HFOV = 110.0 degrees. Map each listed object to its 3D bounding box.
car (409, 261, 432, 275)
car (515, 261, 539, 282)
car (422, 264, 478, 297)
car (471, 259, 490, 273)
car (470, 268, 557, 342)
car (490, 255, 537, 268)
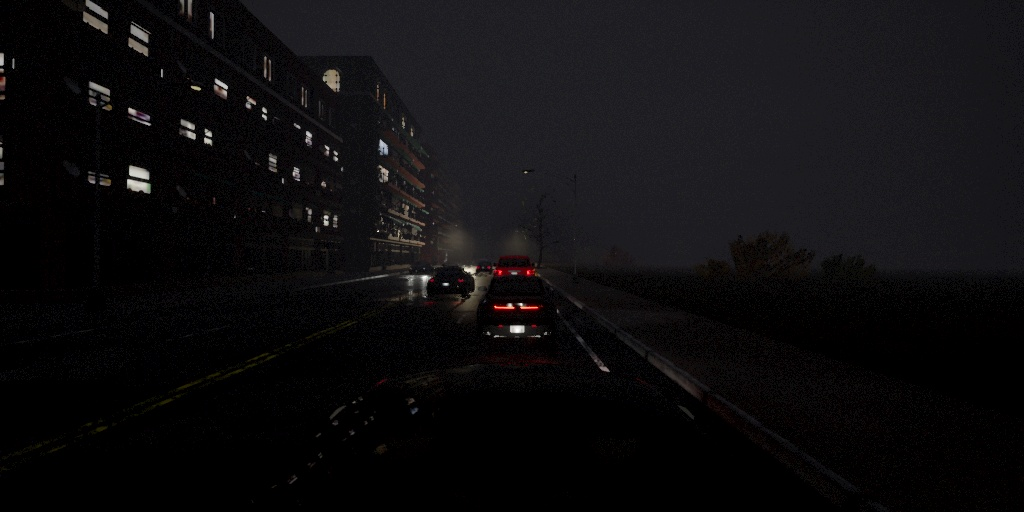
[{"bbox_3d":[-9.817,1.277,39.154,1.812,1.442,4.674,0,0,0],"label":"car"},{"bbox_3d":[1.164,1.208,30.538,1.801,1.575,5.366,0,0,0],"label":"car"},{"bbox_3d":[-3.133,1.316,19.006,1.994,1.385,4.181,0,0,0],"label":"car"},{"bbox_3d":[-3.112,1.299,41.099,2.033,1.411,5.357,0,0,0],"label":"car"},{"bbox_3d":[0.109,1.256,9.784,1.837,1.490,4.892,0,0,0],"label":"car"},{"bbox_3d":[0.117,0.974,20.131,2.150,2.045,5.566,0,0,0],"label":"car"}]
